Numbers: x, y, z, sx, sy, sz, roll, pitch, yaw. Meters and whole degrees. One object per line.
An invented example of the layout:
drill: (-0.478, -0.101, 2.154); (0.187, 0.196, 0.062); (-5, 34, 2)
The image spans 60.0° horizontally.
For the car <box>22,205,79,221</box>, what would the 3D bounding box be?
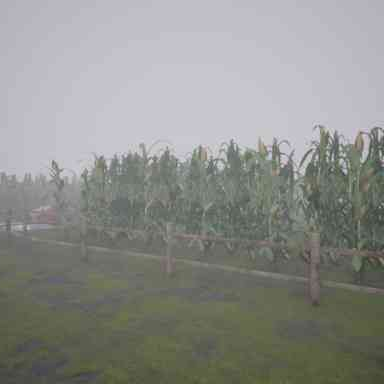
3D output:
car: (-11.048, 1.686, 26.183); (1.994, 1.385, 4.181); (-1, -1, 36)
